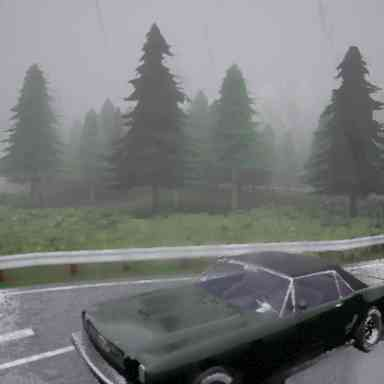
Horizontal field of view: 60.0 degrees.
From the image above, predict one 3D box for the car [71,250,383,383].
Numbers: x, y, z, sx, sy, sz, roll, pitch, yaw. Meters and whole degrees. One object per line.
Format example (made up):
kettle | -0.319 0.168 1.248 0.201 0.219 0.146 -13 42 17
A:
car | 0.911 1.600 4.620 4.718 1.301 1.895 0 0 -35
